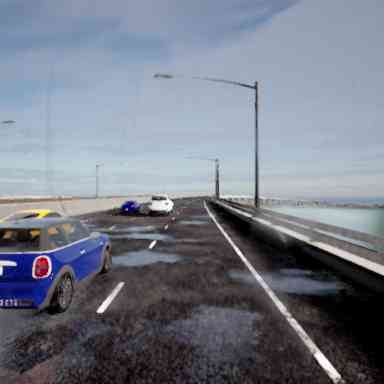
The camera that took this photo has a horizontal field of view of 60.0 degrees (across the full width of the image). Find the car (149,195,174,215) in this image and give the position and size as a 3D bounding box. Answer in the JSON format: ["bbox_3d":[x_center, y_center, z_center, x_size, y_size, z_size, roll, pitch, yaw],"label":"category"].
[{"bbox_3d":[-3.192,1.322,34.883,2.150,2.045,5.566,0,0,1],"label":"car"}]

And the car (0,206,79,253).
[{"bbox_3d":[-6.862,1.521,14.957,1.882,1.535,5.008,0,0,0],"label":"car"}]

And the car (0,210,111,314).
[{"bbox_3d":[-3.388,1.375,7.834,2.097,1.767,4.553,0,0,0],"label":"car"}]

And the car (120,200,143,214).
[{"bbox_3d":[-6.672,1.632,36.452,1.812,1.442,4.674,0,0,1],"label":"car"}]
